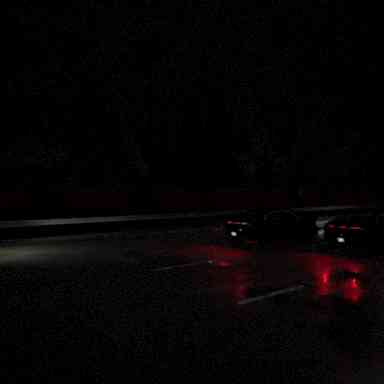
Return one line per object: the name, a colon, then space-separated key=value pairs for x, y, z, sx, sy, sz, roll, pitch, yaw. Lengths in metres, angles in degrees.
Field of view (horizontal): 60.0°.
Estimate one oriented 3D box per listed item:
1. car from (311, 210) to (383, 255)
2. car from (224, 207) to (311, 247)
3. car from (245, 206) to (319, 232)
car: x=7.288 y=1.485 z=13.329 sx=4.902 sy=1.511 sz=2.128 roll=0 pitch=0 yaw=-36
car: x=3.661 y=1.486 z=15.025 sx=4.902 sy=1.511 sz=2.128 roll=0 pitch=0 yaw=-36
car: x=5.702 y=1.591 z=20.821 sx=4.718 sy=1.301 sz=1.895 roll=0 pitch=0 yaw=-36
